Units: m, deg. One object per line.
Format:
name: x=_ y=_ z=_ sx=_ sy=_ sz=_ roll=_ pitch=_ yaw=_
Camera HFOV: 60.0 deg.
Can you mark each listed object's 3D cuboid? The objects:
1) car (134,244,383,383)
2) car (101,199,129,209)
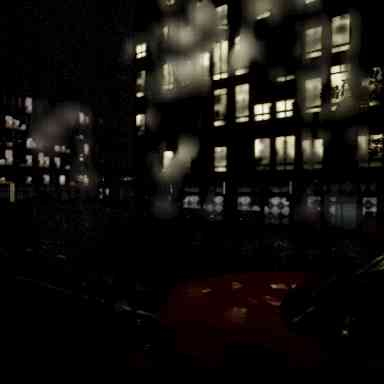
car: x=2.135 y=1.215 z=2.163 sx=5.566 sy=2.045 sz=2.150 roll=-1 pitch=-1 yaw=35
car: x=-11.142 y=1.763 z=48.277 sx=1.994 sy=1.385 sz=4.181 roll=0 pitch=0 yaw=37
